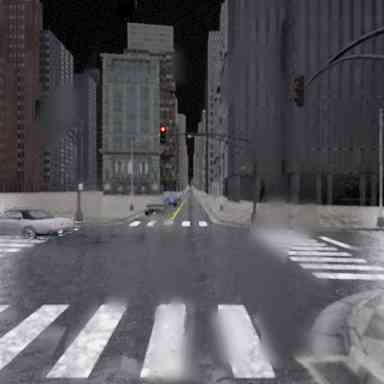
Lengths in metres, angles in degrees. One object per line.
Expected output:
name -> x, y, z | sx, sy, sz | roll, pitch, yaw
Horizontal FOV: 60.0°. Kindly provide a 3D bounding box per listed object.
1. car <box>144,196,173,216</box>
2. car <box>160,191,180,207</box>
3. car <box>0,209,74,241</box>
car -> -3.144, 1.379, 30.508 | 2.033, 1.411, 5.357 | 0, 0, 0
car -> -3.156, 0.968, 46.151 | 2.150, 2.045, 5.566 | 0, 0, 0
car -> -8.098, 1.435, 15.450 | 4.718, 1.301, 1.895 | 1, 0, 13
